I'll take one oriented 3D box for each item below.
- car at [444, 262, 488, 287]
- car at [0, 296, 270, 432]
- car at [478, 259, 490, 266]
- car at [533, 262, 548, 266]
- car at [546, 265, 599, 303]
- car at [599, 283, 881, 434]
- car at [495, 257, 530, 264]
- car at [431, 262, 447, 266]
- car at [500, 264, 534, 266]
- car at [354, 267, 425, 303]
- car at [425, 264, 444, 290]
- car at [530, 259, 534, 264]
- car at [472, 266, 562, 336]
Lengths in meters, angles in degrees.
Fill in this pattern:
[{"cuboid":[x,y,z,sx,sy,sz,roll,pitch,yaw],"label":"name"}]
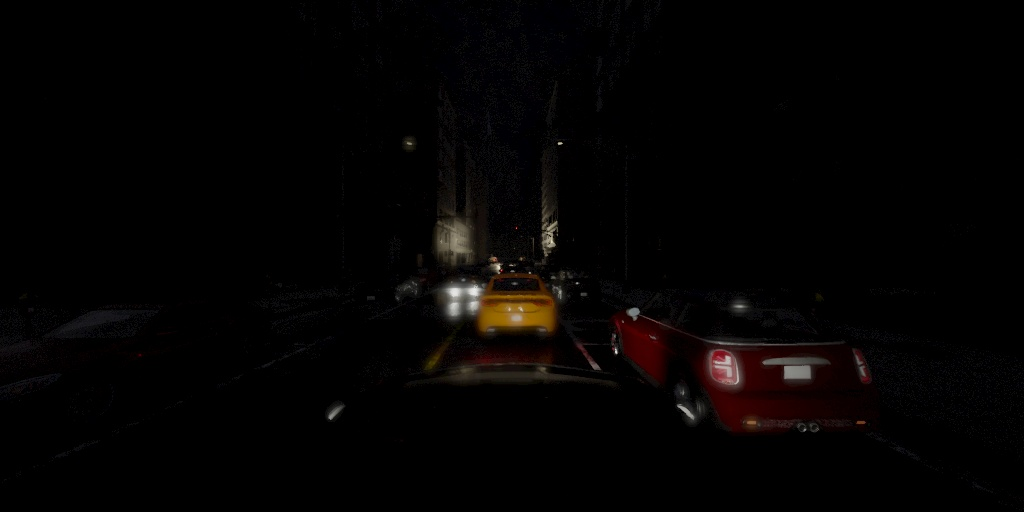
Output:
[{"cuboid":[-2.997,1.317,24.178,1.994,1.385,4.181,0,0,1],"label":"car"},{"cuboid":[-5.661,1.332,5.543,1.802,1.307,4.207,0,0,0],"label":"car"},{"cuboid":[-5.513,1.375,64.650,1.802,1.307,4.207,0,0,0],"label":"car"},{"cuboid":[2.906,1.319,27.532,1.948,1.339,4.313,0,0,0],"label":"car"},{"cuboid":[2.885,1.301,16.529,2.007,1.370,4.403,0,0,0],"label":"car"},{"cuboid":[2.864,1.190,5.526,1.967,1.591,4.097,0,0,0],"label":"car"},{"cuboid":[0.080,1.105,28.135,2.097,1.767,4.553,0,0,1],"label":"car"},{"cuboid":[-5.619,1.193,27.548,1.967,1.591,4.097,0,0,0],"label":"car"},{"cuboid":[0.135,1.315,19.403,1.994,1.385,4.181,0,0,0],"label":"car"},{"cuboid":[-5.640,1.317,16.546,1.948,1.339,4.313,0,0,0],"label":"car"},{"cuboid":[-5.630,1.334,22.047,1.802,1.307,4.207,0,0,0],"label":"car"},{"cuboid":[3.012,1.232,64.621,1.967,1.591,4.097,0,0,0],"label":"car"},{"cuboid":[0.114,1.228,10.414,1.882,1.535,5.008,0,0,0],"label":"car"}]
